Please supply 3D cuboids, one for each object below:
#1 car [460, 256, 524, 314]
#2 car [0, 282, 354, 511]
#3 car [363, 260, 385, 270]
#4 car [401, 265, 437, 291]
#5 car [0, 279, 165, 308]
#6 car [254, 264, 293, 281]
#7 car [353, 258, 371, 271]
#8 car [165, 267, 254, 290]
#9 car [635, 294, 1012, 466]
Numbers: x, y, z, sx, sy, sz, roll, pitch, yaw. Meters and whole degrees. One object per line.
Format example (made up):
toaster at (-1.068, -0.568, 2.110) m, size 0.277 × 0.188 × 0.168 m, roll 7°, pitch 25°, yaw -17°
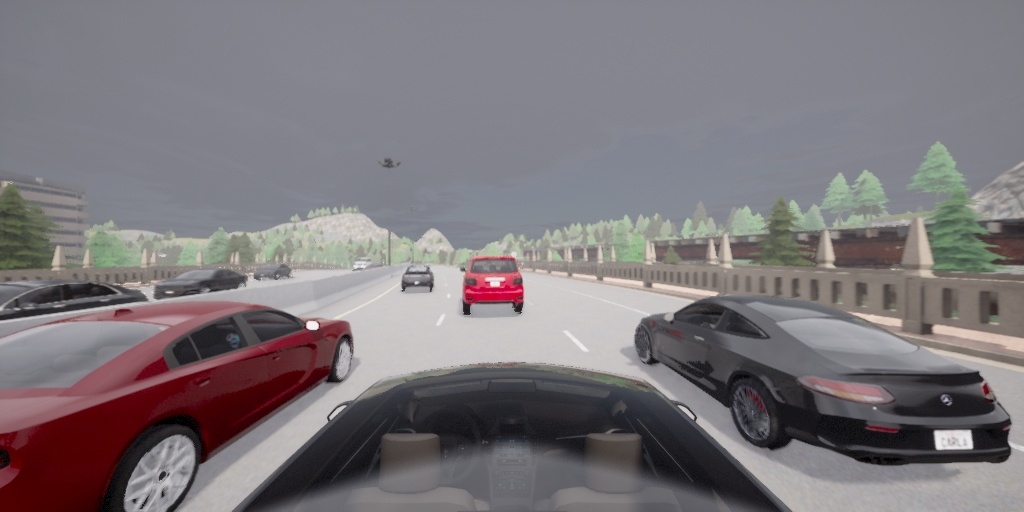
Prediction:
car at (-0.877, 1.017, 14.366) m, size 2.150 × 2.045 × 5.566 m, roll 0°, pitch 0°, yaw -7°
car at (-3.584, 1.250, 4.114) m, size 1.882 × 1.535 × 5.008 m, roll 0°, pitch 0°, yaw -1°
car at (-18.629, 1.586, 49.275) m, size 1.994 × 1.385 × 4.181 m, roll 0°, pitch 0°, yaw -11°
car at (-5.855, 1.342, 22.704) m, size 2.128 × 1.511 × 4.902 m, roll 0°, pitch 0°, yaw -11°
car at (-10.976, 1.326, 7.999) m, size 1.837 × 1.490 × 4.892 m, roll 0°, pitch 0°, yaw -5°
car at (-22.660, 1.497, 34.211) m, size 1.837 × 1.490 × 4.892 m, roll 0°, pitch 0°, yaw -12°
car at (-23.978, 1.305, 57.933) m, size 2.150 × 2.045 × 5.566 m, roll 0°, pitch 0°, yaw -11°
car at (-15.912, 1.373, 18.644) m, size 1.882 × 1.535 × 5.008 m, roll 0°, pitch 0°, yaw -10°
car at (3.363, 1.273, 5.096) m, size 1.812 × 1.442 × 4.674 m, roll 0°, pitch 0°, yaw -2°
